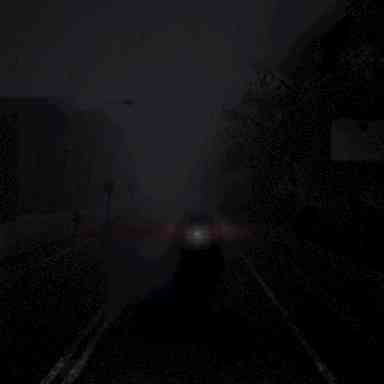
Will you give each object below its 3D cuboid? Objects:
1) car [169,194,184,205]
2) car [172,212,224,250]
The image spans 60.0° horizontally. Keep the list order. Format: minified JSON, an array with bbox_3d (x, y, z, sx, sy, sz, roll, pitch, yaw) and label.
[{"bbox_3d":[-2.463,1.226,54.106,2.097,1.767,4.553,0,0,1],"label":"car"},{"bbox_3d":[0.256,1.521,14.071,1.994,1.385,4.181,0,0,1],"label":"car"}]
